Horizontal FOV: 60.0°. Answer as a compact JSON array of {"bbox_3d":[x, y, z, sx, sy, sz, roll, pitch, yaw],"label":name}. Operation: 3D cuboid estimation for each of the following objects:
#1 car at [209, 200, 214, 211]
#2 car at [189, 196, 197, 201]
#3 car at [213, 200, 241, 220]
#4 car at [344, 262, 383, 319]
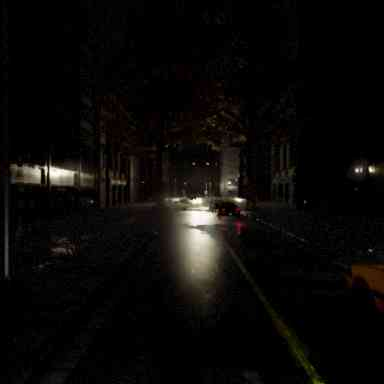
[{"bbox_3d":[3.098,1.666,41.764,1.895,1.301,4.718,0,0,1],"label":"car"},{"bbox_3d":[0.182,1.733,94.213,1.994,1.385,4.181,0,0,0],"label":"car"},{"bbox_3d":[3.093,1.569,28.887,1.812,1.442,4.674,0,0,1],"label":"car"},{"bbox_3d":[3.902,1.472,4.391,1.801,1.575,5.366,0,0,0],"label":"car"}]
